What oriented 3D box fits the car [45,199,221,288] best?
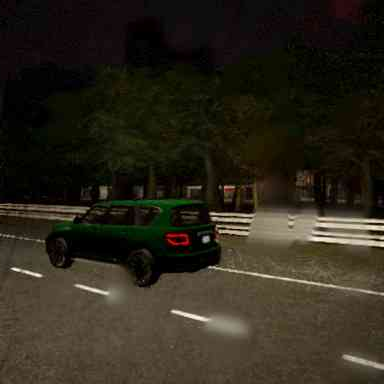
[{"bbox_3d":[-1.847,1.223,9.487,5.566,2.045,2.150,0,0,36],"label":"car"}]
